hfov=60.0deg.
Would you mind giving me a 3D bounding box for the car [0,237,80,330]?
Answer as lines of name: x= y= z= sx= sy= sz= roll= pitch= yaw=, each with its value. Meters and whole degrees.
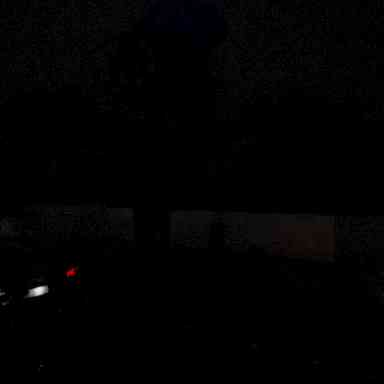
car: x=-4.153 y=1.608 z=6.630 sx=4.181 sy=1.385 sz=1.994 roll=0 pitch=0 yaw=35
